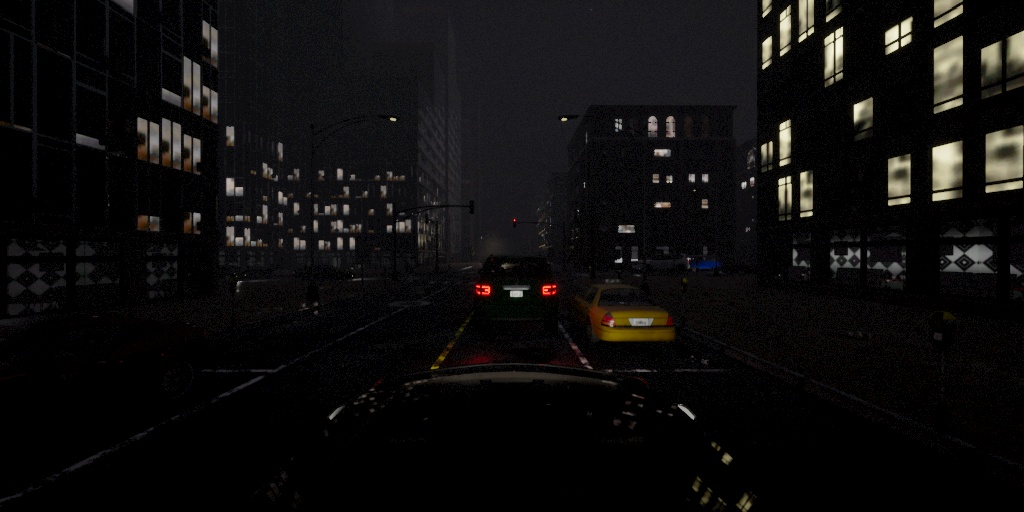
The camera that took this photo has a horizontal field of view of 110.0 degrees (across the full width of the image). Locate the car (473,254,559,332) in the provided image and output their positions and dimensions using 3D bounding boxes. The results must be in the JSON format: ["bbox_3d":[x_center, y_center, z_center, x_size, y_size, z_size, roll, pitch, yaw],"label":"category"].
[{"bbox_3d":[0.094,0.971,10.983,2.150,2.045,5.566,0,0,0],"label":"car"}]

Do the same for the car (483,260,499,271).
[{"bbox_3d":[-2.861,1.299,50.632,2.033,1.411,5.357,0,0,-1],"label":"car"}]

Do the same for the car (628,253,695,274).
[{"bbox_3d":[15.415,0.755,37.176,5.566,2.045,2.150,-1,0,-1],"label":"car"}]

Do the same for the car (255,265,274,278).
[{"bbox_3d":[-28.422,1.648,39.064,4.403,1.370,2.007,0,0,-1],"label":"car"}]

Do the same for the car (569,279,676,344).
[{"bbox_3d":[2.561,1.275,9.429,1.751,1.417,4.829,0,0,0],"label":"car"}]

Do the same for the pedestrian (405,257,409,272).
[{"bbox_3d":[-12.371,1.020,42.257,0.375,1.860,0.375,0,1,-1],"label":"pedestrian"}]

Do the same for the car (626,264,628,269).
[{"bbox_3d":[15.304,0.843,39.641,5.009,1.841,2.192,0,0,-1],"label":"car"}]

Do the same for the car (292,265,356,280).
[{"bbox_3d":[-17.707,1.514,33.824,5.357,1.411,2.033,-1,0,-1],"label":"car"}]

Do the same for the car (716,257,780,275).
[{"bbox_3d":[21.071,1.019,31.823,4.507,1.381,1.888,0,0,-1],"label":"car"}]

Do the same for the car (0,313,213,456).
[{"bbox_3d":[-5.316,1.332,3.695,1.802,1.307,4.207,0,0,0],"label":"car"}]

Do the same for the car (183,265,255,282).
[{"bbox_3d":[-27.521,1.602,33.694,4.892,1.490,1.837,-1,0,-1],"label":"car"}]

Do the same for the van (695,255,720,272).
[{"bbox_3d":[20.959,0.799,39.703,3.998,1.789,1.690,0,0,-1],"label":"van"}]
